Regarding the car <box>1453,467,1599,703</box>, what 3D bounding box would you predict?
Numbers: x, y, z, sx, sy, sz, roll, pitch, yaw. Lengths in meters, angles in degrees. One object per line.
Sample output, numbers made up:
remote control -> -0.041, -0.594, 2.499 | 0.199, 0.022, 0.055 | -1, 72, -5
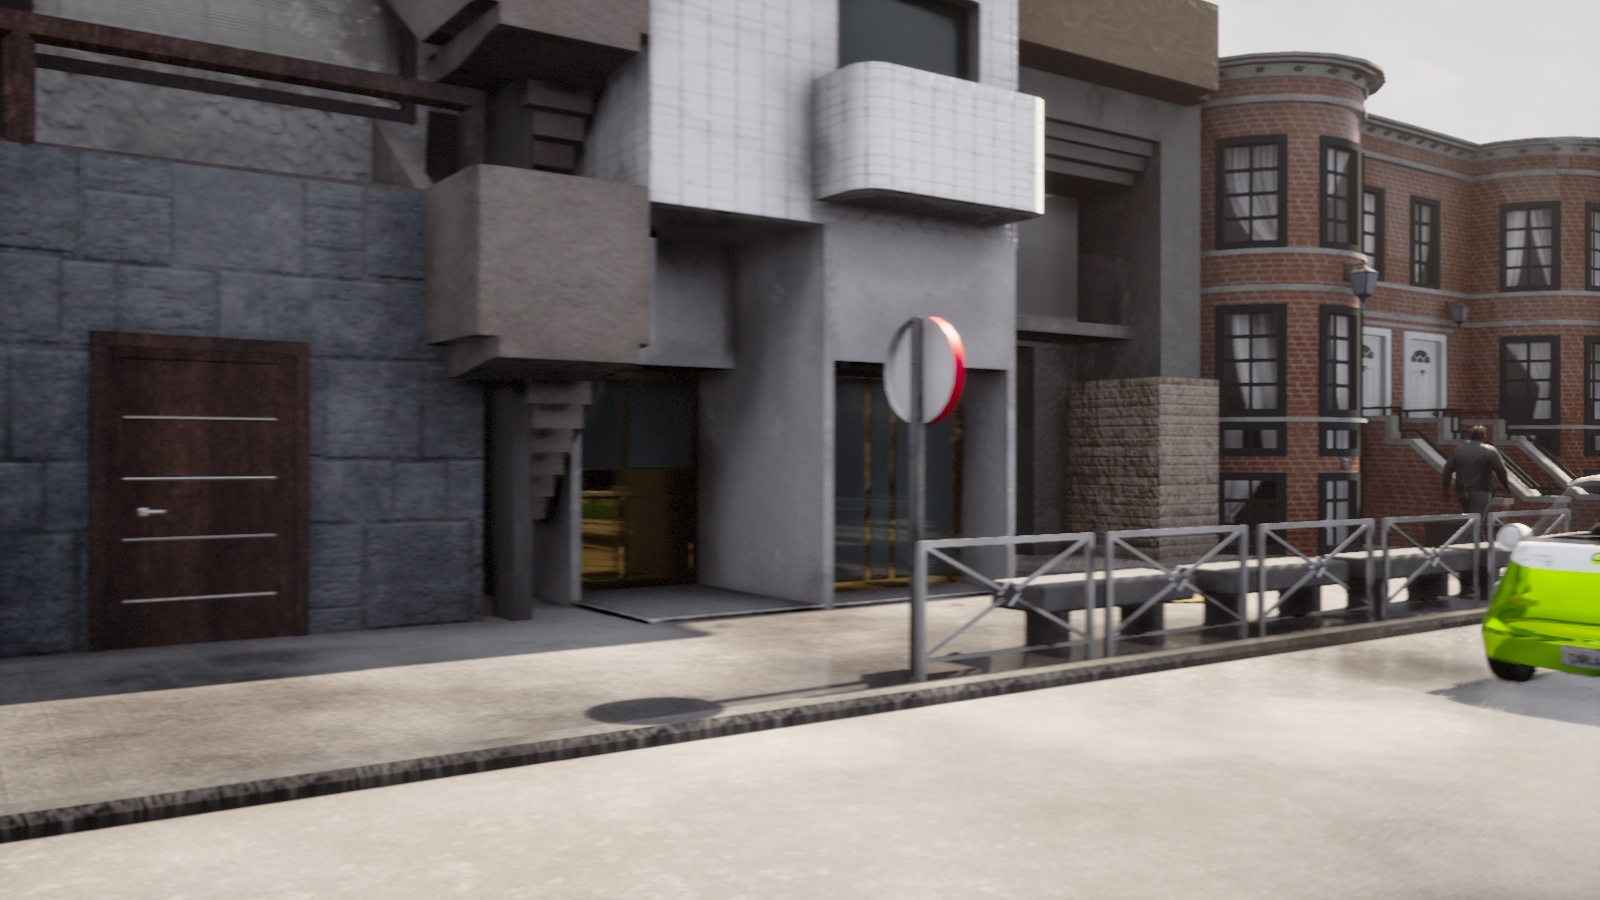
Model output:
car -> 5.543, 0.808, 8.126 | 2.207, 1.376, 1.481 | 0, 0, -35

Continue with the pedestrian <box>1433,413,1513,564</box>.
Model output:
pedestrian -> 8.640, 0.476, 16.125 | 0.849, 1.883, 0.563 | 0, 0, -32
